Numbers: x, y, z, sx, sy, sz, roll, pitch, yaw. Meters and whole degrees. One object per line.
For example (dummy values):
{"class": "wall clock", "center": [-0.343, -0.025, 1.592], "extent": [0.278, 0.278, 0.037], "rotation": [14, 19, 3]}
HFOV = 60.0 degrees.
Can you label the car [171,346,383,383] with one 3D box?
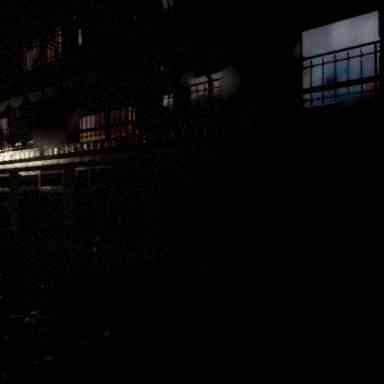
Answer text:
{"class": "car", "center": [1.627, 1.577, 1.717], "extent": [4.206, 1.307, 1.802], "rotation": [-1, 0, 36]}
